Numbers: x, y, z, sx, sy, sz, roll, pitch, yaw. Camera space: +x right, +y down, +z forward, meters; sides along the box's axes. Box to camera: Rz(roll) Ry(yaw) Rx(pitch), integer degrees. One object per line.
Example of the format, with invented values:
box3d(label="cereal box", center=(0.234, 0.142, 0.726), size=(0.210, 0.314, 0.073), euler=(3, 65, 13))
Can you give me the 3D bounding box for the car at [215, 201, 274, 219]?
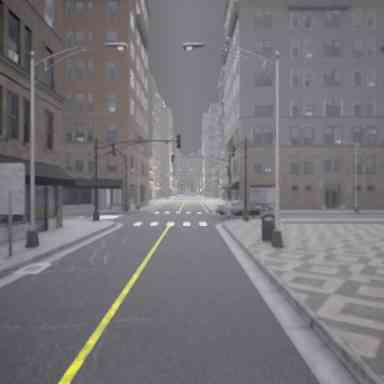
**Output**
box3d(label="car", center=(4.421, 1.479, 27.960), size=(4.902, 1.511, 2.128), euler=(0, 0, 0))
